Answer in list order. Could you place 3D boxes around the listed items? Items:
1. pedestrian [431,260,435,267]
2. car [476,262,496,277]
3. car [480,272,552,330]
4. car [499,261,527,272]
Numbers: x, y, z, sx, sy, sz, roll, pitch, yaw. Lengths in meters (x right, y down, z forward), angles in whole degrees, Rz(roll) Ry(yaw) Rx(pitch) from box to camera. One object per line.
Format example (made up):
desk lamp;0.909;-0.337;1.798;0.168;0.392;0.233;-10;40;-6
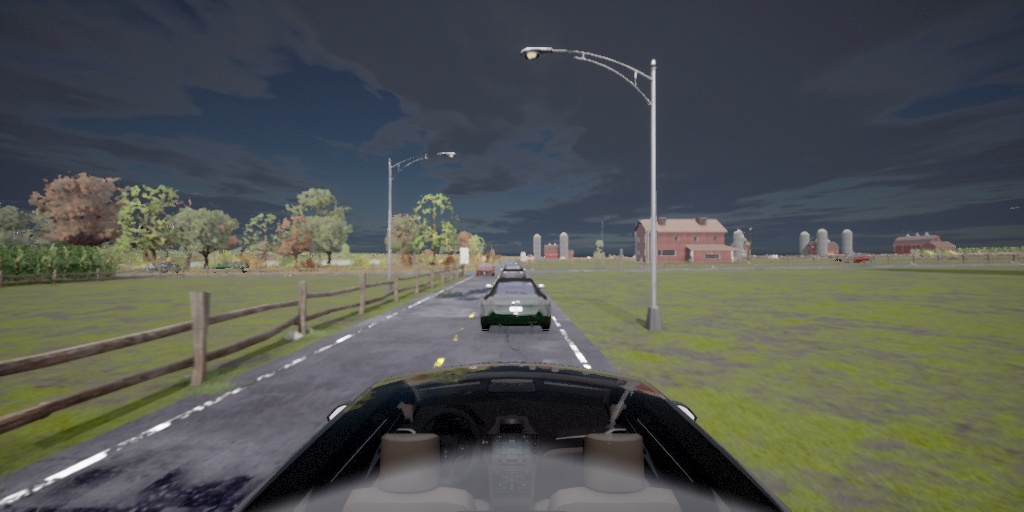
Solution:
pedestrian;-12.186;1.424;55.005;0.375;1.860;0.375;0;1;0
car;-2.769;1.439;38.396;1.882;1.535;5.008;0;0;0
car;0.097;1.358;11.291;1.994;1.385;4.181;0;0;0
car;0.087;1.364;27.588;2.128;1.511;4.902;0;0;0
